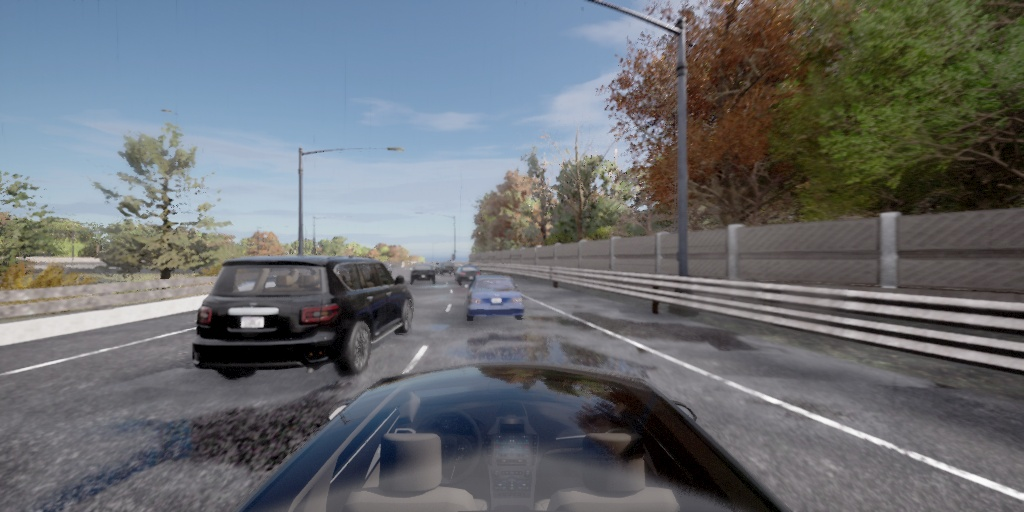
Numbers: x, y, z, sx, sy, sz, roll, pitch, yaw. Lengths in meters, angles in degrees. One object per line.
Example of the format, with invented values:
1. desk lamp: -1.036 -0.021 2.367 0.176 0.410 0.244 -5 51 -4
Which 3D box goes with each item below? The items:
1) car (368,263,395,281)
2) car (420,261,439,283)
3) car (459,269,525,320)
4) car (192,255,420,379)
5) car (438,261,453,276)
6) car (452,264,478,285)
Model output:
1. car: -12.205 1.457 33.806 2.128 1.511 4.902 0 0 -18
2. car: -7.328 1.400 29.498 1.882 1.535 5.008 0 0 -15
3. car: -0.712 1.356 12.898 2.033 1.411 5.357 0 0 -6
4. car: -3.696 1.017 7.607 2.150 2.045 5.566 0 0 -3
5. car: -7.784 1.493 42.225 1.837 1.490 4.892 0 0 -21
6. car: -3.390 1.422 27.878 1.812 1.442 4.674 0 0 -13
